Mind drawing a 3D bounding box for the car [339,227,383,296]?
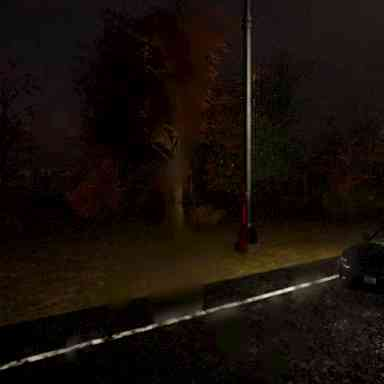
[{"bbox_3d":[5.536,1.479,8.100,5.008,1.535,1.882,0,0,-37],"label":"car"}]
